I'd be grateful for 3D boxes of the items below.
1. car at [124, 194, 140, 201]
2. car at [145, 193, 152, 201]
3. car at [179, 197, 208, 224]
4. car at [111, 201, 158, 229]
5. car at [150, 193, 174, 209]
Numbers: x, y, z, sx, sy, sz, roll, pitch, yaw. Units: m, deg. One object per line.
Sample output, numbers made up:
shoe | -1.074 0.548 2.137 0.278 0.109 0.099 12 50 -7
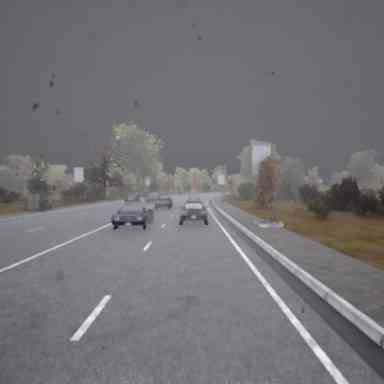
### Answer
car | -9.876 1.016 55.396 2.128 1.511 4.902 0 1 3
car | -6.379 0.878 55.262 2.097 1.767 4.553 0 0 3
car | 0.116 1.331 22.557 1.812 1.442 4.674 0 1 0
car | -3.391 1.429 19.959 1.895 1.301 4.718 0 1 0
car | -3.227 1.154 39.443 2.128 1.511 4.902 0 1 1
